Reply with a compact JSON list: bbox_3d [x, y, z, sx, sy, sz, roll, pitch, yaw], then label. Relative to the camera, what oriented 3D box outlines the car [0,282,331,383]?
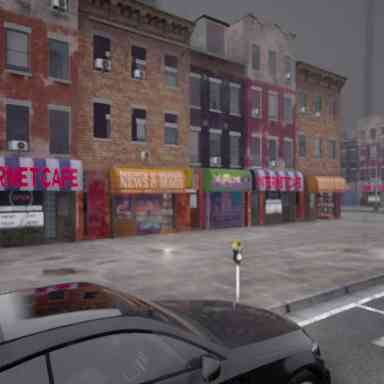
[{"bbox_3d":[-0.836,1.525,2.686,4.674,1.442,1.812,0,0,-35],"label":"car"}]
